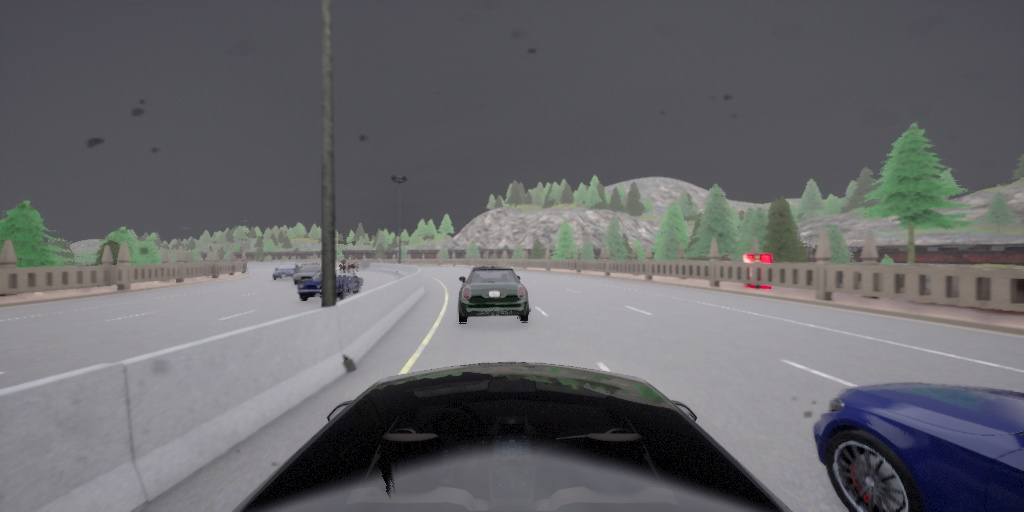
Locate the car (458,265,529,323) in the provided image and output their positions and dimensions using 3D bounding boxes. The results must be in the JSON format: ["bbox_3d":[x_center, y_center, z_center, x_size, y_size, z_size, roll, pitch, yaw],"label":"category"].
[{"bbox_3d":[-0.736,1.098,12.304,2.097,1.767,4.553,0,0,-6],"label":"car"}]

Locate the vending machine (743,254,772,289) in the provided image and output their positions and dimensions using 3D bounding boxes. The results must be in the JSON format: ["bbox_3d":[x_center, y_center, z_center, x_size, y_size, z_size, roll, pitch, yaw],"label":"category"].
[{"bbox_3d":[13.363,0.862,19.571,1.100,2.100,0.880,0,0,-9],"label":"vending machine"}]

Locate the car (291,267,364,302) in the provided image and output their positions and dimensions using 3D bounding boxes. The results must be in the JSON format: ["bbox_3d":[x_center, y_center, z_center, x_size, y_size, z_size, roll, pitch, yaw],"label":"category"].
[{"bbox_3d":[-8.742,1.393,17.636,1.895,1.301,4.718,0,0,-11],"label":"car"}]

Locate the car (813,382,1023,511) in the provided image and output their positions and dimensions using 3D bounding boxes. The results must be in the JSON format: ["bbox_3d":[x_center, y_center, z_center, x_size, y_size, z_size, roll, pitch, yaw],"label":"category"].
[{"bbox_3d":[3.467,1.262,1.059,1.812,1.442,4.674,0,0,0],"label":"car"}]

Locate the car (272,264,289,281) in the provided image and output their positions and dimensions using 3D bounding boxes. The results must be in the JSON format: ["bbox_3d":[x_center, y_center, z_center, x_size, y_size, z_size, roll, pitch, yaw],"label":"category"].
[{"bbox_3d":[-20.542,1.430,32.966,1.812,1.442,4.674,0,0,-23],"label":"car"}]

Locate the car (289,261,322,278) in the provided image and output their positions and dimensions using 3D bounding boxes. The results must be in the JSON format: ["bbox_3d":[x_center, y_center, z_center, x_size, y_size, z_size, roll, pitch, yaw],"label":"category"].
[{"bbox_3d":[-14.505,1.345,26.381,1.837,1.490,4.892,0,0,-17],"label":"car"}]

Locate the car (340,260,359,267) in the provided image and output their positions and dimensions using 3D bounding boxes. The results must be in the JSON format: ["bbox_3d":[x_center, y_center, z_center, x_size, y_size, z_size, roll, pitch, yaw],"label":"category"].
[{"bbox_3d":[-25.212,1.337,55.534,2.097,1.767,4.553,-1,0,-36],"label":"car"}]
